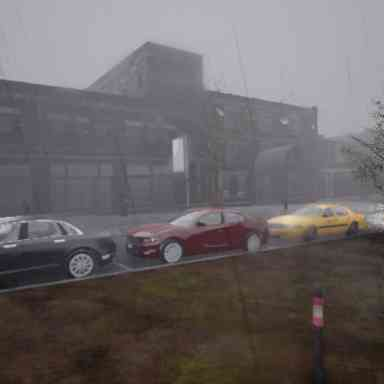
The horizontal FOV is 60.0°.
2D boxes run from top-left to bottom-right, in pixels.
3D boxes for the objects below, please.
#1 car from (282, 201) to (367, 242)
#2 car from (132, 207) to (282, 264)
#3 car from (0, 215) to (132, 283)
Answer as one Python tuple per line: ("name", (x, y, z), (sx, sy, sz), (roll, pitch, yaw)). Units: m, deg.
("car", (5.514, 1.204, 14.586), (5.366, 1.575, 1.946), (0, 0, -33))
("car", (0.328, 1.267, 10.867), (5.008, 1.535, 2.097), (0, 0, -33))
("car", (-4.191, 1.308, 7.635), (4.892, 1.521, 2.231), (-1, 1, -33))
